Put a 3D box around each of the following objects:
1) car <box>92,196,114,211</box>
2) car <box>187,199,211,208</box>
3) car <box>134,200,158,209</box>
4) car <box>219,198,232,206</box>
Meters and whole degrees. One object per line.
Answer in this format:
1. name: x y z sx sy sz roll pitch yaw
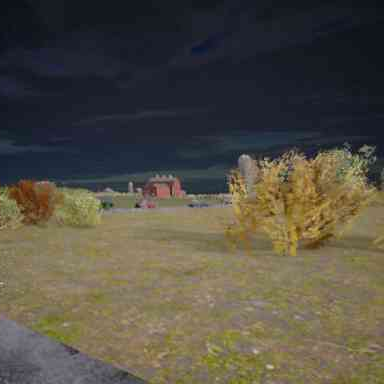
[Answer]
1. car: -13.167 1.515 44.907 2.150 2.045 5.566 -1 -1 36
2. car: 1.232 2.002 58.697 2.033 1.411 5.357 -1 -1 37
3. car: -7.321 1.967 53.014 1.994 1.385 4.181 -1 -1 36
4. car: 7.330 2.075 67.232 1.837 1.490 4.892 -1 -1 36
